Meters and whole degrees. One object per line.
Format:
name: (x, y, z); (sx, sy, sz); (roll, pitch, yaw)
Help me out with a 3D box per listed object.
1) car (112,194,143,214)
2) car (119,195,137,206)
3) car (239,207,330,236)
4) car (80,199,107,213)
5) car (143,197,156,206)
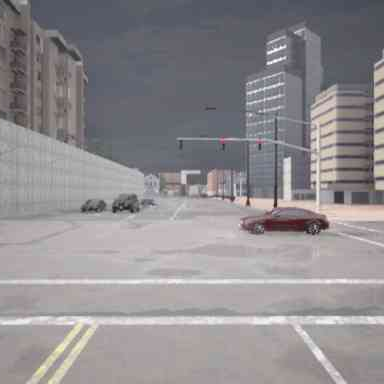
car: (-7.110, 1.215, 36.221); (2.150, 2.045, 5.566); (0, 0, 0)
car: (-10.607, 1.343, 55.387); (2.097, 1.767, 4.553); (0, 0, 0)
car: (4.899, 1.530, 17.828); (4.674, 1.442, 1.812); (0, 0, 0)
car: (-10.615, 1.498, 36.230); (1.837, 1.490, 4.892); (0, 0, 0)
car: (-7.111, 1.517, 53.877); (1.812, 1.442, 4.674); (0, 0, 0)
